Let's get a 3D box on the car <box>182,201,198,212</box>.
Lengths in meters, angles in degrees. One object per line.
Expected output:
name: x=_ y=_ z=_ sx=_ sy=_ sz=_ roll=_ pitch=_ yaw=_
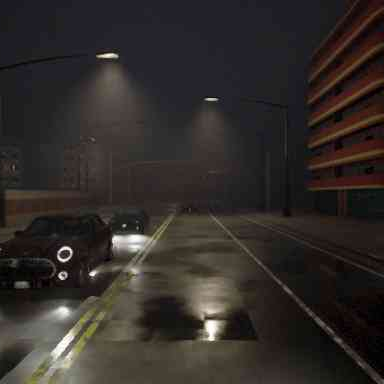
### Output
car: x=-0.320 y=1.841 z=42.137 sx=1.895 sy=1.301 sz=4.718 roll=0 pitch=0 yaw=-2

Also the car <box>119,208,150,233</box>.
car: x=-3.716 y=1.680 z=20.209 sx=1.994 sy=1.385 sz=4.181 roll=0 pitch=0 yaw=0

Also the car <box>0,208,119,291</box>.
car: x=-3.668 y=1.406 z=9.359 sx=2.097 sy=1.767 sz=4.553 roll=0 pitch=0 yaw=-1
